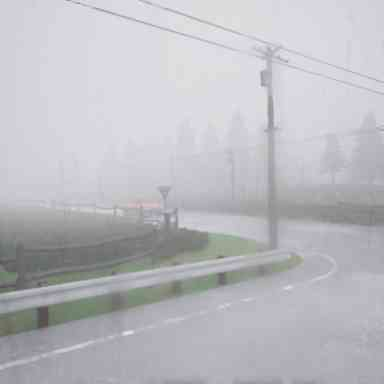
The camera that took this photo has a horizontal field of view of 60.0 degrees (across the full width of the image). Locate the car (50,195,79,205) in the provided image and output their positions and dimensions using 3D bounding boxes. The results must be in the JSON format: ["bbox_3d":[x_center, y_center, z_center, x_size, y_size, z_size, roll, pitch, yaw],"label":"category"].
[{"bbox_3d":[-17.598,1.485,45.382,1.994,1.385,4.181,-2,1,-40],"label":"car"}]

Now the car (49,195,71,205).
[{"bbox_3d":[-22.051,1.353,55.510,1.837,1.490,4.892,-3,1,-42],"label":"car"}]

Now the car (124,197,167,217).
[{"bbox_3d":[-4.015,1.235,28.035,2.097,1.767,4.553,-2,1,-37],"label":"car"}]

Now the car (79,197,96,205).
[{"bbox_3d":[-15.738,1.416,48.299,1.895,1.301,4.718,-2,1,-40],"label":"car"}]
